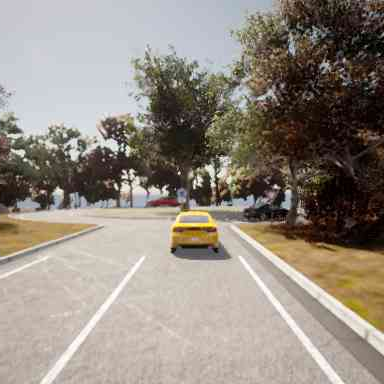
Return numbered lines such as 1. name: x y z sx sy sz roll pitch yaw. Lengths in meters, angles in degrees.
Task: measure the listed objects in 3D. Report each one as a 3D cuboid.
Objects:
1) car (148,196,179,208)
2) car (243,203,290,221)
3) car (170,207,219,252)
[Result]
1. car: -5.013 1.798 59.146 5.566 2.045 2.150 0 -1 -11
2. car: 6.900 1.770 29.988 5.008 1.535 1.882 0 -1 -29
3. car: 0.099 1.622 14.719 1.882 1.535 5.008 0 -1 0
